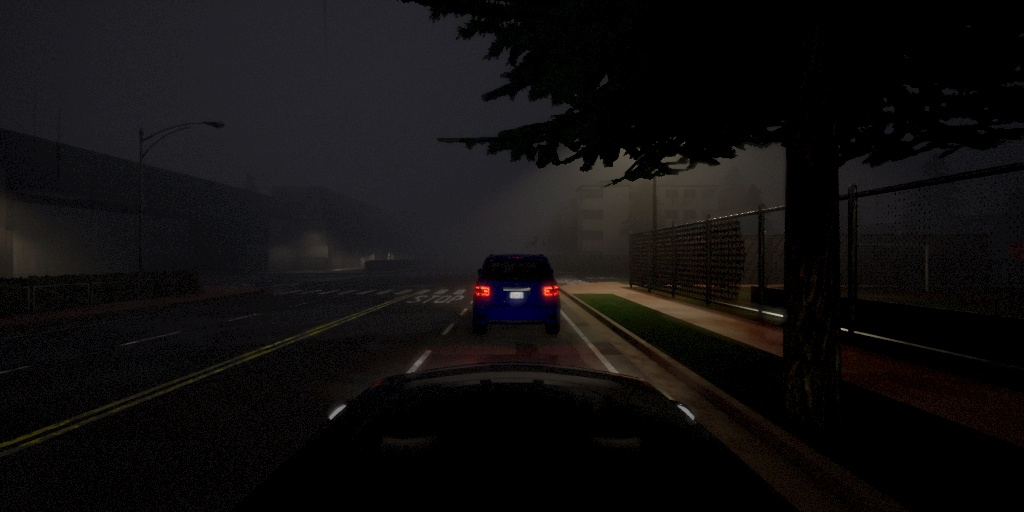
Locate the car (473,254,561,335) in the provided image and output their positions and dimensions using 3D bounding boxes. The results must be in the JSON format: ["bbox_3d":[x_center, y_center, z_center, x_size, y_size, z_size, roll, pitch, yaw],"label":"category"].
[{"bbox_3d":[0.115,0.972,10.701,2.150,2.045,5.566,0,0,0],"label":"car"}]

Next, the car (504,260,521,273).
[{"bbox_3d":[0.025,1.242,45.576,2.128,1.511,4.902,0,0,0],"label":"car"}]
